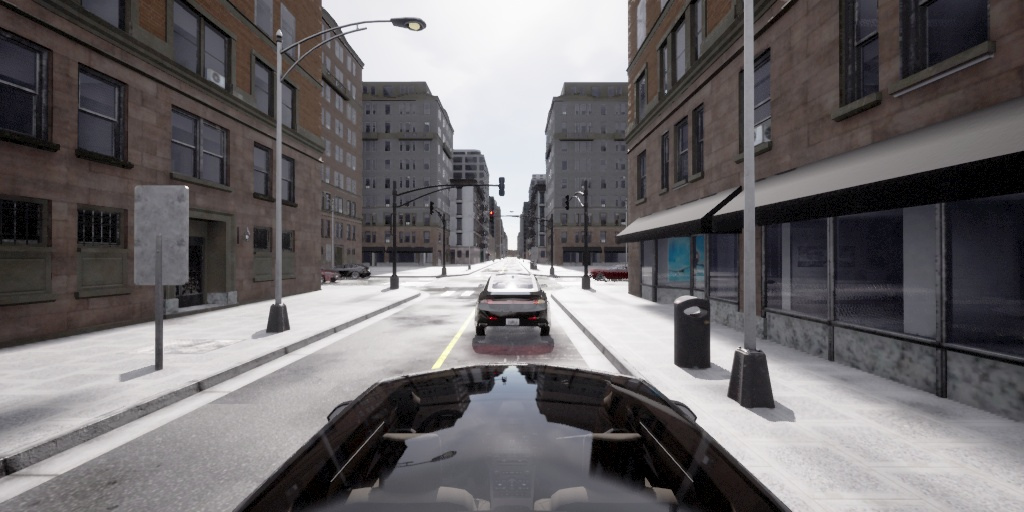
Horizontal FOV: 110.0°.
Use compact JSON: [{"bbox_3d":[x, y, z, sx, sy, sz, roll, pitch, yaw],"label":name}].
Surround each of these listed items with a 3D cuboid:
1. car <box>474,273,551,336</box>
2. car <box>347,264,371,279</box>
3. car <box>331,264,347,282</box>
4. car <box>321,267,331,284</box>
[{"bbox_3d":[0.025,1.242,10.362,2.128,1.511,4.902,0,0,0],"label":"car"},{"bbox_3d":[-10.443,1.352,29.023,4.718,1.301,1.895,0,0,0],"label":"car"},{"bbox_3d":[-14.734,1.300,26.096,4.181,1.385,1.994,0,0,0],"label":"car"},{"bbox_3d":[-14.706,1.289,23.552,4.313,1.339,1.948,0,0,0],"label":"car"}]
